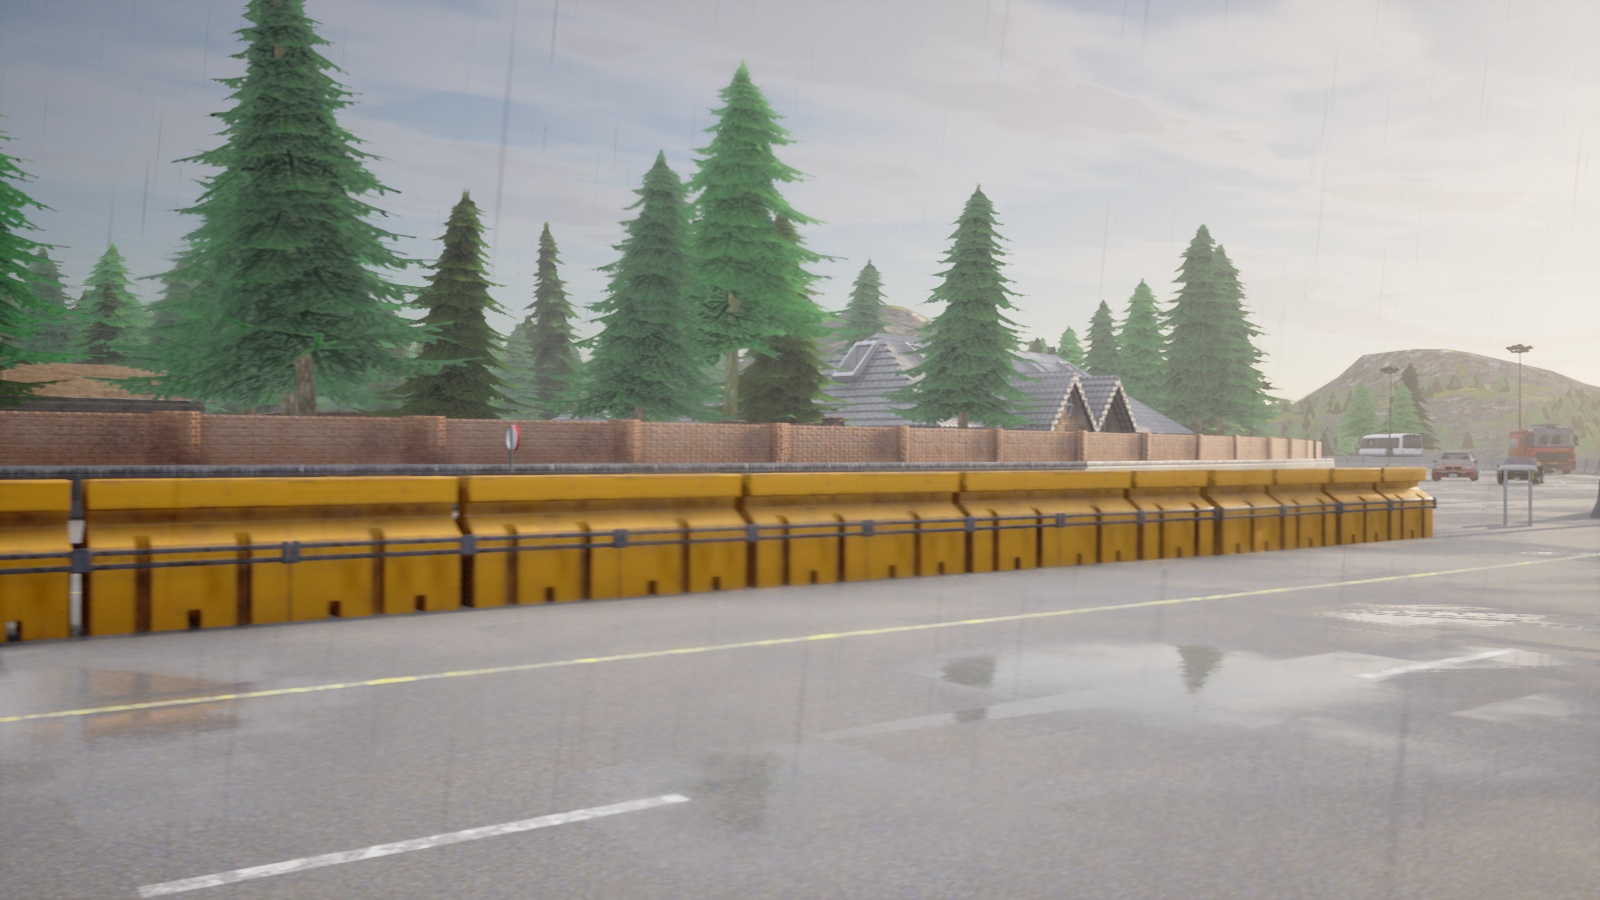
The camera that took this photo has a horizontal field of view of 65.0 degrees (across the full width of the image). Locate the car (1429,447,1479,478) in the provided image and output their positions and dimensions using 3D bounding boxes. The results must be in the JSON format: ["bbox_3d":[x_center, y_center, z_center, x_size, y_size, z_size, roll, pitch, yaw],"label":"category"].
[{"bbox_3d":[37.085,0.685,71.117,2.242,1.667,4.611,0,0,31],"label":"car"}]

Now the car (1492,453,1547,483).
[{"bbox_3d":[36.191,0.870,63.089,2.033,1.411,5.357,0,0,34],"label":"car"}]
